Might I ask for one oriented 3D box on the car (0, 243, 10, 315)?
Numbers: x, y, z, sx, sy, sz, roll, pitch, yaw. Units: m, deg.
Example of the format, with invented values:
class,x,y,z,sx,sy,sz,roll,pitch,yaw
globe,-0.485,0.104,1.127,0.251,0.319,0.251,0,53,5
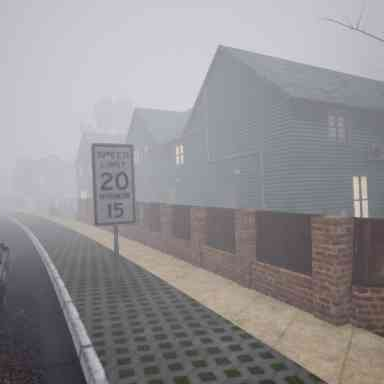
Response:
class,x,y,z,sx,sy,sz,roll,pitch,yaw
car,-4.890,1.630,6.957,1.895,1.301,4.718,-2,1,-28
